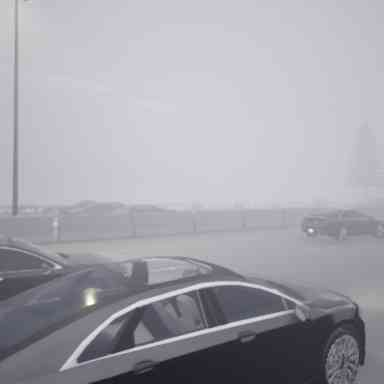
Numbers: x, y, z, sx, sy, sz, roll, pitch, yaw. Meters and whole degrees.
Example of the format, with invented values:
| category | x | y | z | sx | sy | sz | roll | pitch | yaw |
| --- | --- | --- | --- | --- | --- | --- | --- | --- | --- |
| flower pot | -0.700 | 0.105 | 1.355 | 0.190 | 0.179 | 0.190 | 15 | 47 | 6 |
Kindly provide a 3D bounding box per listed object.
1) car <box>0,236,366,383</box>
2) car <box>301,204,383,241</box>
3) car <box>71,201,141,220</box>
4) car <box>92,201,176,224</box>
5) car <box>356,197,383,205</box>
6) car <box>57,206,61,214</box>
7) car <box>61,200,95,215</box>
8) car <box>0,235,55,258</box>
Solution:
| category | x | y | z | sx | sy | sz | roll | pitch | yaw |
| --- | --- | --- | --- | --- | --- | --- | --- | --- | --- |
| car | -0.050 | 1.490 | 3.589 | 4.902 | 1.511 | 2.128 | 0 | 0 | -35 |
| car | 7.610 | 1.547 | 16.579 | 4.892 | 1.490 | 1.837 | 0 | 0 | -30 |
| car | -7.291 | 1.504 | 28.359 | 5.357 | 1.411 | 2.033 | 0 | 0 | -32 |
| car | -3.598 | 1.525 | 22.425 | 5.357 | 1.411 | 2.033 | 0 | 0 | -32 |
| car | 25.878 | 1.502 | 47.902 | 4.553 | 1.767 | 2.097 | 0 | 0 | -19 |
| car | -9.971 | 1.466 | 30.762 | 4.674 | 1.442 | 1.812 | 0 | 0 | -32 |
| car | -7.013 | 1.522 | 24.350 | 4.181 | 1.385 | 1.994 | 0 | 0 | -32 |
| car | -3.419 | 1.483 | 5.507 | 4.892 | 1.490 | 1.837 | 0 | 0 | -36 |
